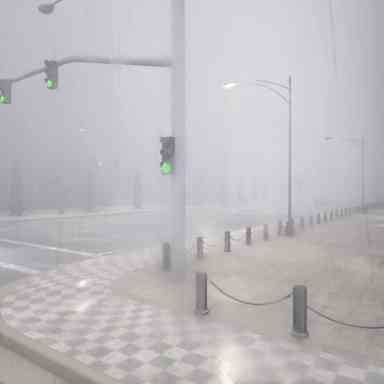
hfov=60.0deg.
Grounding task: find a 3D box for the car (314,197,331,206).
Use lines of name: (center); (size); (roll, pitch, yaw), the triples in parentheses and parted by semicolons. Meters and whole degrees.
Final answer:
car: (21.417, 1.508, 54.572); (1.994, 1.385, 4.181); (0, 0, 35)
